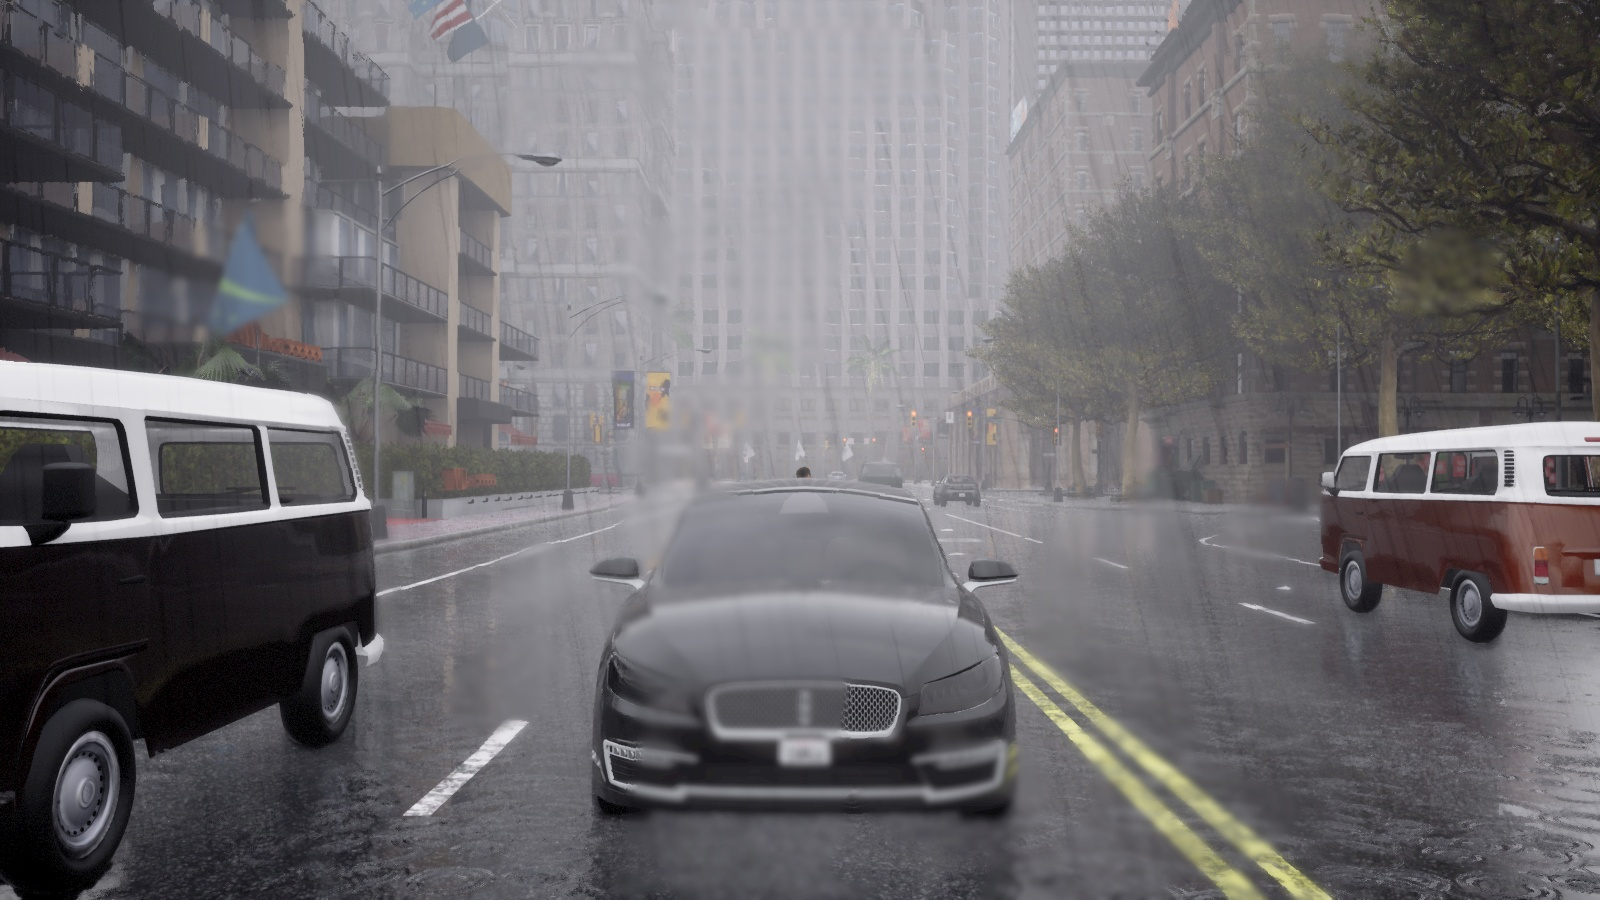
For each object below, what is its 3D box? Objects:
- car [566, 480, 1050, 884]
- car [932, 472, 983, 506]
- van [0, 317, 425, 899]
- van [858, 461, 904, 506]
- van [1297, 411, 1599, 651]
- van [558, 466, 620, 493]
[{"bbox_3d":[0.033,0.940,7.223,1.837,1.490,4.892,0,-1,0],"label":"car"},{"bbox_3d":[7.152,1.760,57.314,1.816,1.474,4.193,0,-1,0],"label":"car"},{"bbox_3d":[-3.470,0.650,5.862,2.069,2.038,4.480,0,-1,0],"label":"van"},{"bbox_3d":[3.651,1.511,57.183,1.775,1.987,4.442,0,-1,0],"label":"van"},{"bbox_3d":[7.046,0.726,12.933,2.069,2.038,4.480,0,-1,0],"label":"van"},{"bbox_3d":[-15.661,2.195,93.451,4.442,1.987,1.775,0,-1,-6],"label":"van"}]
